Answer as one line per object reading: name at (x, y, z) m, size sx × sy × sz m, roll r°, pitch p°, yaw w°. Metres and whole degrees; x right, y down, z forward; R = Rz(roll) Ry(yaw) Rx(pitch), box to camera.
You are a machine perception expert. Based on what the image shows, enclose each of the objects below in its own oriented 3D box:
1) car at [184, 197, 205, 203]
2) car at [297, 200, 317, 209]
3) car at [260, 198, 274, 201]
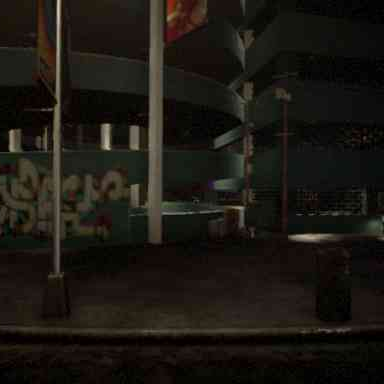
car at (1.066, 1.513, 48.884) m, size 4.674 × 1.452 × 2.002 m, roll 0°, pitch 0°, yaw -12°
car at (14.178, 1.739, 44.107) m, size 4.718 × 1.301 × 1.895 m, roll 0°, pitch 0°, yaw -12°
car at (12.093, 1.716, 55.526) m, size 4.786 × 1.482 × 2.161 m, roll 0°, pitch 0°, yaw -12°
